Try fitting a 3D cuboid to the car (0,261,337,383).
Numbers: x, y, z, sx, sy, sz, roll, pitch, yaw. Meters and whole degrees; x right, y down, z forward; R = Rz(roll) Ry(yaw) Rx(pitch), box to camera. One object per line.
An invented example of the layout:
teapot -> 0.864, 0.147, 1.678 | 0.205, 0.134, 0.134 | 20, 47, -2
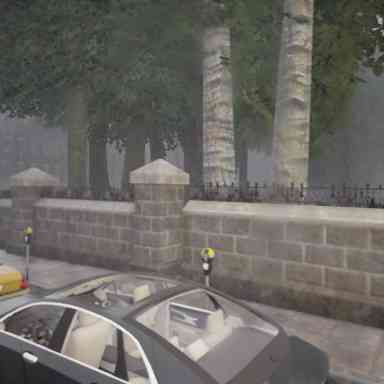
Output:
car -> -0.872, 1.552, 3.417 | 4.403, 1.369, 2.008 | 0, 1, 36
